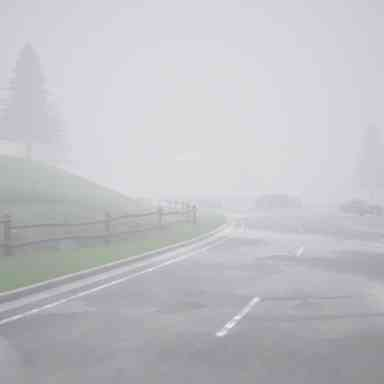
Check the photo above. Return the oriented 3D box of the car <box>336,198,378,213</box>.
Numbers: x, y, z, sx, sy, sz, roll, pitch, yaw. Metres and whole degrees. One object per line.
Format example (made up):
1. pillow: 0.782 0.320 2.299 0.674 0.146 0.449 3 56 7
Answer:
1. car: 18.871 1.504 38.290 1.837 1.490 4.892 0 0 -8

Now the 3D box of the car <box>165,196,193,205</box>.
1. car: -2.688 1.478 58.464 1.882 1.535 5.008 0 0 -42

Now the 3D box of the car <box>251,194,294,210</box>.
1. car: 10.411 1.223 43.498 2.150 2.045 5.566 0 0 -21

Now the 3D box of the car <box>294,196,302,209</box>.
1. car: 13.122 1.352 46.134 2.097 1.767 4.553 0 0 -20

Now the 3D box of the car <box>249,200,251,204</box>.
1. car: 12.109 1.547 56.599 2.033 1.411 5.357 0 0 -33

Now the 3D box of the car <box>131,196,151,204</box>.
1. car: -9.338 1.492 60.627 2.128 1.511 4.902 0 0 -43

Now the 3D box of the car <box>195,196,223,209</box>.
1. car: 2.532 1.526 44.225 1.812 1.442 4.674 0 0 -23

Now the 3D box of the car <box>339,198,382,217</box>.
1. car: 16.152 1.526 31.687 1.812 1.442 4.674 0 0 -1

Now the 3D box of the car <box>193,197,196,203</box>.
1. car: 1.365 1.492 59.035 2.128 1.511 4.902 0 0 -41
